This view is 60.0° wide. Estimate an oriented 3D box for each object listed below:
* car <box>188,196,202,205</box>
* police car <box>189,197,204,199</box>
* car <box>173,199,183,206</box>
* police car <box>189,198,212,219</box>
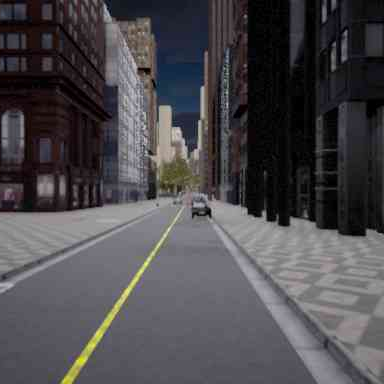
[{"bbox_3d":[0.897,1.667,49.057,2.150,2.045,5.566,0,0,0],"label":"car"},{"bbox_3d":[0.897,1.818,43.136,1.930,1.638,5.238,0,0,0],"label":"police car"},{"bbox_3d":[-3.004,2.142,71.005,1.812,1.442,4.674,0,0,0],"label":"car"},{"bbox_3d":[0.899,1.731,33.136,1.930,1.638,5.238,0,-1,0],"label":"police car"}]
